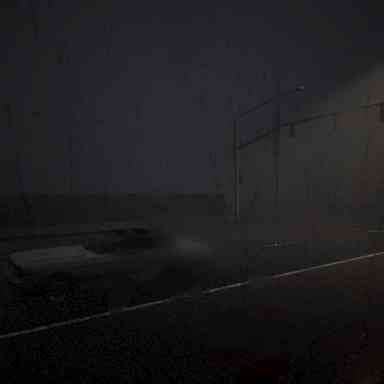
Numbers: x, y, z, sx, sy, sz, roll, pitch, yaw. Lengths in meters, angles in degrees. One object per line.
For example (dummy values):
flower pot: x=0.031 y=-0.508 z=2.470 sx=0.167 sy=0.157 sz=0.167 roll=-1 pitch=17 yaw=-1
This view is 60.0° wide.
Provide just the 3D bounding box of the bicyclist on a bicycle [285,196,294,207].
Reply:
bicyclist on a bicycle: x=14.481 y=1.453 z=49.530 sx=1.656 sy=1.620 sz=0.582 roll=0 pitch=0 yaw=-23

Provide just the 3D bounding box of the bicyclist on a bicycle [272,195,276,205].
bicyclist on a bicycle: x=13.481 y=1.300 z=54.438 sx=0.582 sy=1.620 sz=1.656 roll=0 pitch=0 yaw=21

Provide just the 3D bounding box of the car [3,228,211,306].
car: x=-1.902 y=1.601 z=8.165 sx=4.718 sy=1.301 sz=1.895 roll=0 pitch=0 yaw=-36
